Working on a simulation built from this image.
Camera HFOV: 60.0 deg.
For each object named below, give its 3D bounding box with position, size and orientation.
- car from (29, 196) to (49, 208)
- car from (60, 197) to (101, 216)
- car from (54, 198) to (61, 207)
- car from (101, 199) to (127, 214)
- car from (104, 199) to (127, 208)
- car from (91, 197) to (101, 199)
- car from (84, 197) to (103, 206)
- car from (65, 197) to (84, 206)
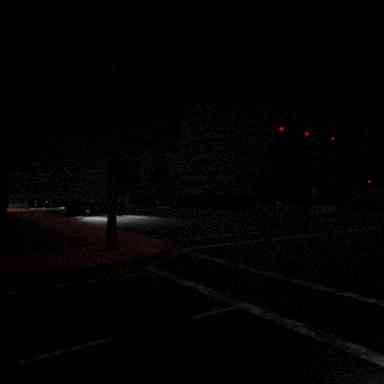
[{"bbox_3d":[-23.356,1.468,50.692,2.097,1.767,4.553,1,0,-36],"label":"car"},{"bbox_3d":[-11.423,1.601,33.935,2.128,1.511,4.902,1,0,-36],"label":"car"},{"bbox_3d":[-20.499,1.700,52.710,1.812,1.442,4.674,1,0,-36],"label":"car"},{"bbox_3d":[-9.335,1.747,37.024,1.895,1.301,4.718,1,0,-36],"label":"car"},{"bbox_3d":[-12.298,1.823,53.388,1.895,1.301,4.718,1,0,-35],"label":"car"},{"bbox_3d":[-15.365,1.537,51.669,2.097,1.767,4.553,1,0,-35],"label":"car"},{"bbox_3d":[-18.317,1.699,61.664,1.882,1.535,5.008,1,0,-36],"label":"car"},{"bbox_3d":[-21.159,1.689,59.621,1.837,1.490,4.892,1,0,-36],"label":"car"}]
